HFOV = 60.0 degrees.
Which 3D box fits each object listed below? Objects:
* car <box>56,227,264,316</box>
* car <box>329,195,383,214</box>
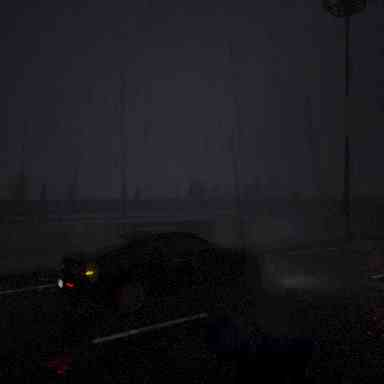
[{"bbox_3d":[-0.503,1.515,7.402,4.674,1.442,1.812,0,0,-33],"label":"car"},{"bbox_3d":[15.348,1.261,30.579,5.566,2.045,2.150,1,0,-19],"label":"car"}]
